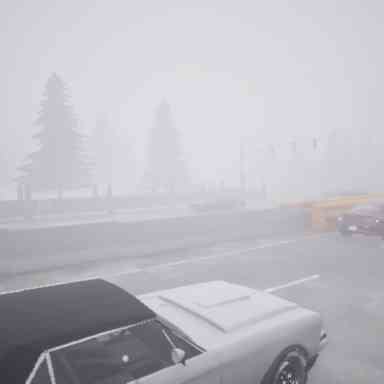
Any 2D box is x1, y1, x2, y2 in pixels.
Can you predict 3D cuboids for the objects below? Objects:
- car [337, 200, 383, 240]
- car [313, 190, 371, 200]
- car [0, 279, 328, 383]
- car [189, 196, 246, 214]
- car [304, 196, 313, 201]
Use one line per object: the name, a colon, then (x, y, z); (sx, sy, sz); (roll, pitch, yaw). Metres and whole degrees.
car: (7.772, 1.063, 13.528); (4.674, 1.442, 1.812); (-3, 2, -35)
car: (11.765, 0.620, 25.055); (4.902, 1.511, 2.128); (-3, 2, -35)
car: (-0.793, 1.586, 3.179); (4.718, 1.301, 1.895); (-1, 1, -35)
car: (2.069, 1.011, 26.859); (4.718, 1.301, 1.895); (-3, 2, -35)
car: (12.292, 0.548, 29.665); (5.357, 1.411, 2.033); (-3, 2, -35)
